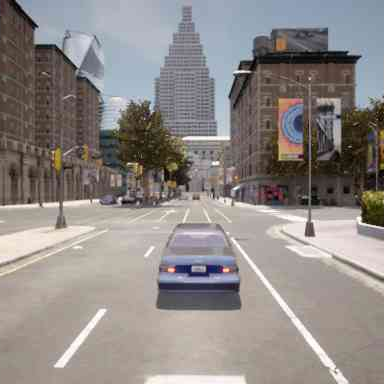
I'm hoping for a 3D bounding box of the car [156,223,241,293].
[{"bbox_3d":[0.176,1.547,8.984,2.033,1.411,5.357,0,0,1],"label":"car"}]

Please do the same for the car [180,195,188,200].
[{"bbox_3d":[-2.342,1.512,90.138,1.812,1.442,4.674,0,0,1],"label":"car"}]

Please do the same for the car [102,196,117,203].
[{"bbox_3d":[-17.357,1.589,69.885,1.895,1.301,4.718,0,0,1],"label":"car"}]

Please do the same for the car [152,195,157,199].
[{"bbox_3d":[-10.377,1.470,87.465,1.882,1.535,5.008,0,0,1],"label":"car"}]

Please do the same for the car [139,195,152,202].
[{"bbox_3d":[-10.577,1.590,72.166,1.895,1.301,4.718,0,0,1],"label":"car"}]

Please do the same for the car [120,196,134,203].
[{"bbox_3d":[-14.075,1.547,72.307,1.994,1.385,4.181,0,0,1],"label":"car"}]

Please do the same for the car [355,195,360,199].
[{"bbox_3d":[35.352,1.475,70.593,2.231,1.521,4.892,0,0,1],"label":"car"}]

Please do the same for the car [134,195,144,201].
[{"bbox_3d":[-13.877,1.588,87.479,1.895,1.301,4.718,0,0,1],"label":"car"}]

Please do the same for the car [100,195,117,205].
[{"bbox_3d":[-14.344,1.348,57.328,2.097,1.767,4.553,0,0,1],"label":"car"}]

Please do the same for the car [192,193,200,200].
[{"bbox_3d":[1.158,1.343,90.063,2.097,1.767,4.553,0,0,1],"label":"car"}]

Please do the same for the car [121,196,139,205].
[{"bbox_3d":[-10.851,1.596,57.004,1.895,1.301,4.718,0,0,1],"label":"car"}]
